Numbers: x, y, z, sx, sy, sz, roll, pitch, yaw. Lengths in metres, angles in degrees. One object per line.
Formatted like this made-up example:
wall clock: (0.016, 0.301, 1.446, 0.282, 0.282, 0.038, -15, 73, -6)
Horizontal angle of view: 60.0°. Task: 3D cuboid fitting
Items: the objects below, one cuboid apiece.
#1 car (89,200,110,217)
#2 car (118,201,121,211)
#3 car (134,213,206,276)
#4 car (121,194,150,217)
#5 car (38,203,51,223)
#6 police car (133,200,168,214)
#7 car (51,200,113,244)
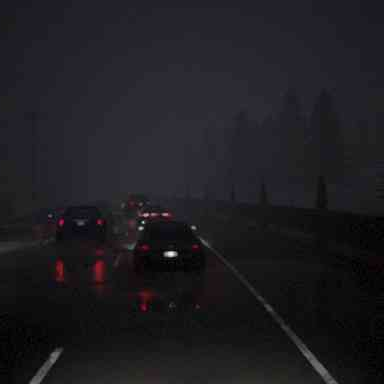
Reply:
car: (-9.298, 1.546, 33.352, 1.837, 1.490, 4.892, 0, 0, -17)
car: (-8.348, 1.510, 42.213, 1.801, 1.575, 5.366, 0, 0, -17)
car: (-0.767, 1.577, 10.552, 1.994, 1.385, 4.181, 0, 0, -6)
car: (-5.274, 1.256, 32.047, 2.150, 2.045, 5.566, 0, -1, -16)
car: (-10.878, 1.560, 26.296, 1.812, 1.442, 4.674, 0, 0, -15)
police car: (-2.554, 1.529, 21.456, 2.038, 1.542, 4.974, 0, 0, -11)
car: (-5.066, 1.373, 16.227, 2.097, 1.767, 4.553, 0, 0, -9)
